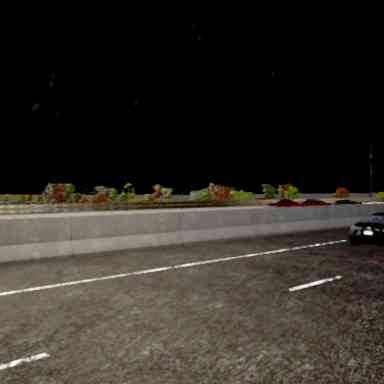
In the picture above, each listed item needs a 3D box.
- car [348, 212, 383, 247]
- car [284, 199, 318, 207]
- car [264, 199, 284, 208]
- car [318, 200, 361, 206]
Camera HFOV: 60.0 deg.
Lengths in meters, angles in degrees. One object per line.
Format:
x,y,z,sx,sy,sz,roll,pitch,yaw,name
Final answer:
8.489,1.560,14.099,4.181,1.385,1.994,0,0,-35,car
12.105,1.471,34.107,5.008,1.535,1.882,0,0,-35,car
10.062,1.520,36.948,4.674,1.442,1.812,0,0,-35,car
14.384,1.498,31.434,4.892,1.490,1.837,0,0,-35,car
